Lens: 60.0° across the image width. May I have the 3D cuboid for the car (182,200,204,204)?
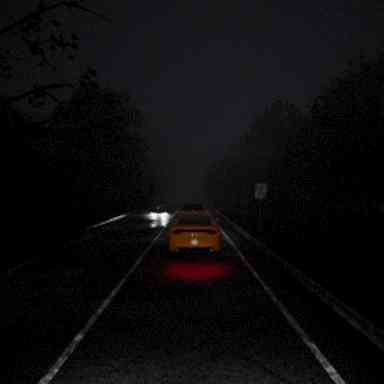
[{"bbox_3d":[0.099,1.472,32.472,1.882,1.535,5.008,0,0,0],"label":"car"}]

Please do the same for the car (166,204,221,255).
[{"bbox_3d":[0.090,1.497,13.495,1.882,1.535,5.008,0,0,0],"label":"car"}]

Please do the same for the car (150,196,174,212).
[{"bbox_3d":[-3.590,1.466,37.786,2.128,1.511,4.902,0,0,0],"label":"car"}]

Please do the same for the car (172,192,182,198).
[{"bbox_3d":[-3.491,0.847,78.540,1.837,1.490,4.892,0,0,0],"label":"car"}]
